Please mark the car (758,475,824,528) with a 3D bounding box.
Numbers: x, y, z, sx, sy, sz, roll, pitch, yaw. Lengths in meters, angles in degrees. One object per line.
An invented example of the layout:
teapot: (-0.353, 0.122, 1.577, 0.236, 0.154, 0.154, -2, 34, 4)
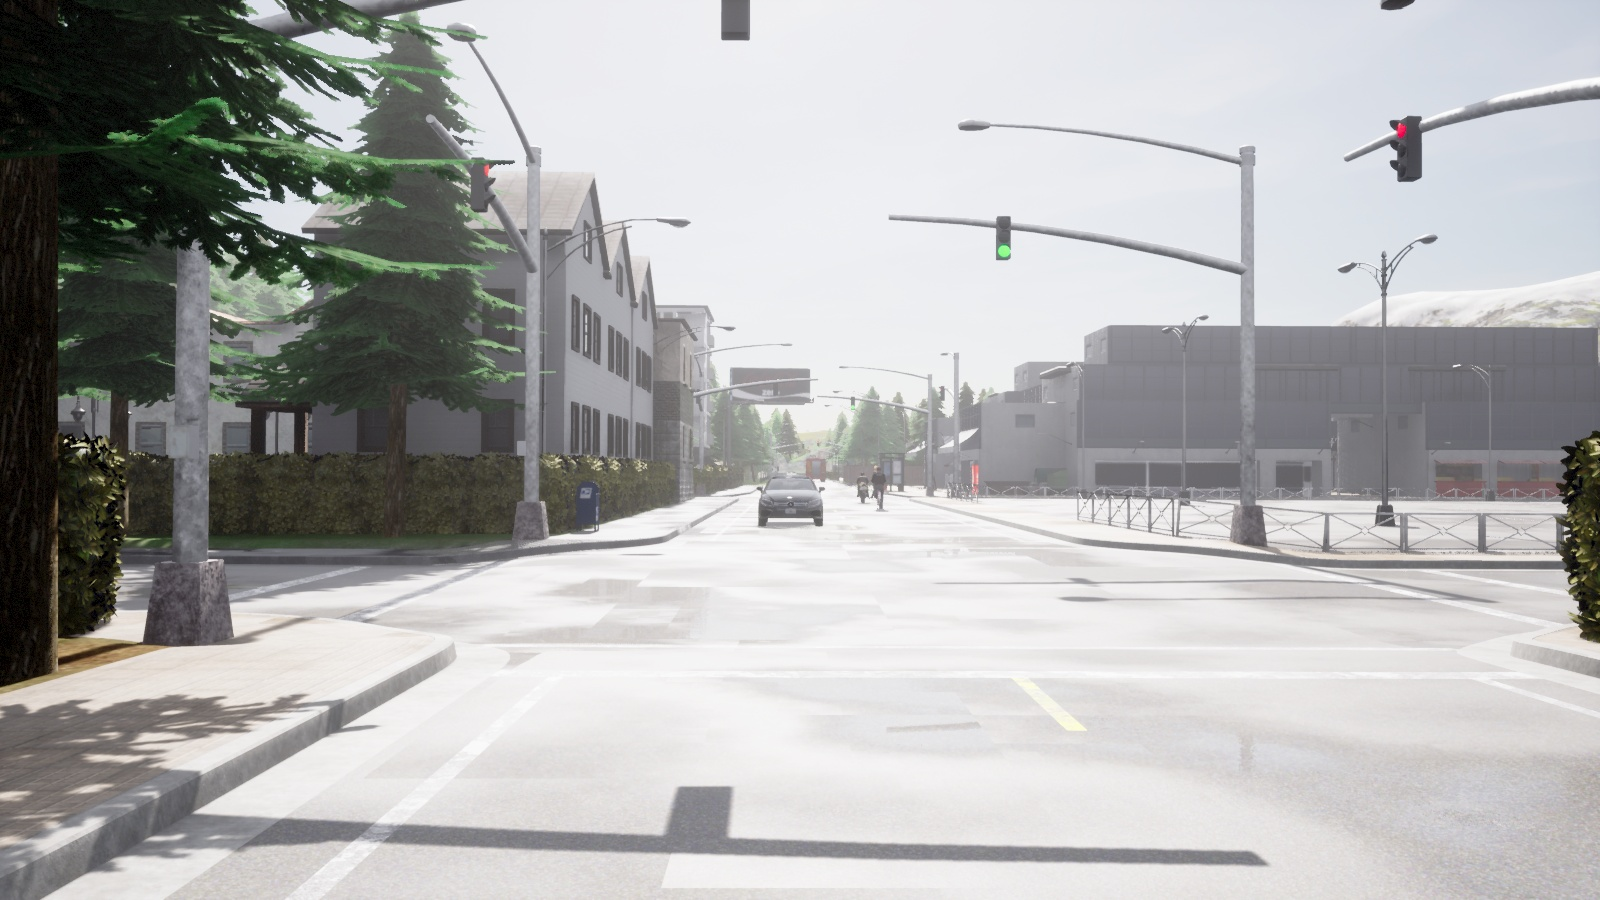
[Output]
car: (-0.258, 1.455, 36.731, 1.812, 1.442, 4.674, 0, -1, 0)
